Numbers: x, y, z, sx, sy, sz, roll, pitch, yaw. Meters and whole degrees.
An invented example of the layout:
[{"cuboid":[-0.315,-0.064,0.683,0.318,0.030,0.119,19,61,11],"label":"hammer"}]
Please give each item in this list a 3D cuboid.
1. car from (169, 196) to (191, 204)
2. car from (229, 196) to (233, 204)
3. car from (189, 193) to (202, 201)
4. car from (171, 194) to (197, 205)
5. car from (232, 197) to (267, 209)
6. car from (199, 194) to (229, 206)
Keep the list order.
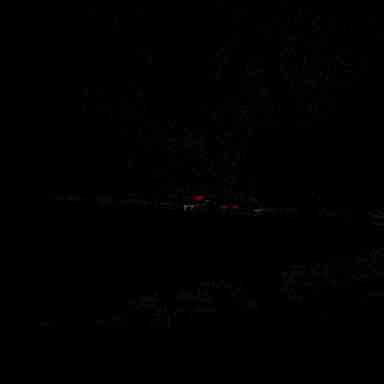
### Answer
[{"cuboid":[-2.424,1.607,67.287,2.128,1.511,4.902,0,0,-35],"label":"car"},{"cuboid":[6.278,1.575,60.745,1.837,1.490,4.892,0,0,-35],"label":"car"},{"cuboid":[0.202,1.235,69.197,2.150,2.045,5.566,0,0,-35],"label":"car"},{"cuboid":[-1.685,1.654,60.654,1.812,1.442,4.674,0,0,-35],"label":"car"},{"cuboid":[8.284,1.617,46.522,1.812,1.442,4.674,0,0,-35],"label":"car"},{"cuboid":[3.841,1.596,58.587,1.837,1.490,4.892,0,0,-35],"label":"car"}]
